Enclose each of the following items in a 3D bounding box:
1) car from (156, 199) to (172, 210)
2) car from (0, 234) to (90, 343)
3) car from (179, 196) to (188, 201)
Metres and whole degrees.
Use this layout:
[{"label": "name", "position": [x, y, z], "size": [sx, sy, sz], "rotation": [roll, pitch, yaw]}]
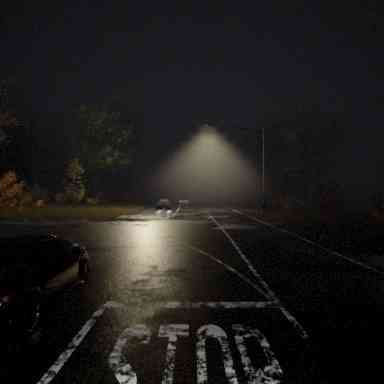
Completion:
[{"label": "car", "position": [-3.529, 1.571, 42.989], "size": [2.033, 1.411, 5.357], "rotation": [0, 0, 0]}, {"label": "car", "position": [-3.492, 1.553, 6.459], "size": [1.994, 1.385, 4.181], "rotation": [0, 1, 0]}, {"label": "car", "position": [-2.259, 1.659, 89.572], "size": [1.895, 1.301, 4.718], "rotation": [0, 0, 6]}]
